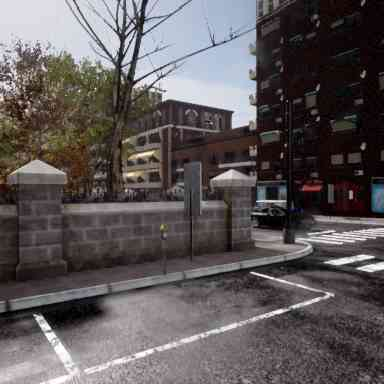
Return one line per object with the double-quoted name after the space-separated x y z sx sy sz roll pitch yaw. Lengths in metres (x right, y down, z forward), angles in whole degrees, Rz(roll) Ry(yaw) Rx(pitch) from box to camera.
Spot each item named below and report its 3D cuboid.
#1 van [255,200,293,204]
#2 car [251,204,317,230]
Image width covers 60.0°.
7.317 1.643 30.201 1.690 1.788 3.998 -1 0 -36 "van"
5.917 1.738 22.374 1.837 1.490 4.892 0 -1 -38 "car"
